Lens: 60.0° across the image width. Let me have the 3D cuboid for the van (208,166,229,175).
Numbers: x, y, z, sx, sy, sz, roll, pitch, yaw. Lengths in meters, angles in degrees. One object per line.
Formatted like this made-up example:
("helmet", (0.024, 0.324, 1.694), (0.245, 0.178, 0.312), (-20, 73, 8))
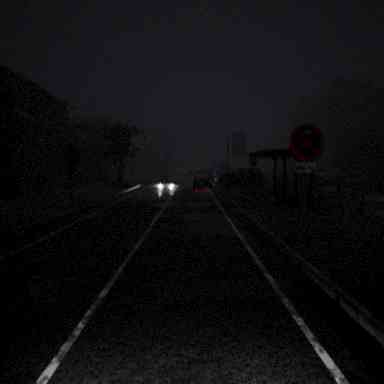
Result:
("van", (5.822, -4.715, 73.102), (4.442, 1.987, 1.878), (0, 5, 0))

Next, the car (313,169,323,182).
("car", (18.825, -1.901, 43.246), (5.008, 1.535, 2.097), (0, 5, 0))

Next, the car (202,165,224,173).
("car", (5.658, -6.272, 89.850), (5.566, 2.045, 2.435), (0, 5, 0))

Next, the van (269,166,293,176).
("van", (18.904, -4.516, 70.887), (4.442, 1.987, 1.878), (0, 5, 0))

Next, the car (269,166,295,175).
("car", (18.766, -4.041, 65.354), (5.566, 2.045, 2.435), (0, 5, 0))

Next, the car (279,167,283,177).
("car", (18.771, -3.269, 59.843), (4.792, 1.488, 2.163), (0, 5, 0))

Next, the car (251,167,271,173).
("car", (18.771, -6.059, 90.257), (4.892, 1.521, 2.231), (0, 5, 0))

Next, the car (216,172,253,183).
("car", (5.740, -2.019, 45.189), (4.674, 1.452, 2.002), (0, 5, 0))

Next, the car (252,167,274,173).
("car", (18.584, -5.810, 87.491), (5.366, 1.575, 1.946), (0, 5, 0))

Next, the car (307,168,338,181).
("car", (18.821, -2.132, 46.012), (5.008, 1.535, 2.097), (0, 5, 0))

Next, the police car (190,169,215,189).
("police car", (0.982, -1.267, 35.016), (1.930, 1.638, 5.238), (0, 5, 0))

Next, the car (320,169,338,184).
("car", (18.829, -1.668, 40.480), (4.892, 1.521, 2.231), (0, 5, 0))

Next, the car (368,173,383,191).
("car", (18.806, -0.716, 29.419), (4.792, 1.488, 2.163), (0, 5, 0))

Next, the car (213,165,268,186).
("car", (5.716, -1.842, 39.578), (5.566, 2.045, 2.435), (0, 5, 0))

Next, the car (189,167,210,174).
("car", (0.984, -2.171, 44.848), (2.097, 1.767, 4.553), (0, 5, 0))

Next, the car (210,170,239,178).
("car", (5.751, -3.207, 59.158), (4.792, 1.488, 2.163), (0, 5, 0))

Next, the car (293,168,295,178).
("car", (18.804, -2.592, 51.543), (4.892, 1.521, 2.231), (0, 5, 0))

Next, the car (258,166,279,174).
("car", (18.806, -5.427, 81.953), (4.553, 1.767, 2.185), (0, 5, 0))

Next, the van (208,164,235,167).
("van", (5.829, -4.205, 67.521), (4.442, 1.987, 1.878), (0, 5, 0))

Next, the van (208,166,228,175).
("van", (5.819, -4.970, 75.894), (4.442, 1.987, 1.878), (0, 5, 0))

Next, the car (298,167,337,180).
("car", (18.784, -2.613, 48.758), (5.566, 2.045, 2.435), (0, 5, 0))

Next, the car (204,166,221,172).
("car", (5.652, -6.402, 92.653), (4.553, 1.767, 2.185), (0, 5, 0))

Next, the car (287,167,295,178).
("car", (18.801, -2.827, 54.311), (5.008, 1.535, 2.097), (0, 5, 0))

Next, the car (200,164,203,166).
("car", (5.661, -6.016, 87.058), (5.566, 2.045, 2.435), (0, 5, 0))

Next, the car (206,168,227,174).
("car", (5.693, -4.999, 78.706), (4.892, 1.521, 2.231), (0, 5, 0))

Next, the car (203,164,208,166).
("car", (5.681, -4.485, 70.307), (5.566, 2.045, 2.435), (0, 5, 0))

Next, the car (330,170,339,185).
("car", (18.855, -1.409, 37.717), (4.792, 1.488, 2.163), (0, 5, 0))

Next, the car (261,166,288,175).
("car", (18.810, -5.046, 76.412), (5.566, 2.045, 2.435), (0, 5, 0))

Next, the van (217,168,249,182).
("van", (5.851, -2.517, 47.961), (4.442, 1.987, 1.878), (0, 5, 0))

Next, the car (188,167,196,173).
("car", (0.019, -5.614, 85.370), (1.837, 1.490, 4.892), (0, 5, 0))

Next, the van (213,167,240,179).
("van", (5.841, -3.223, 56.343), (4.442, 1.987, 1.878), (0, 5, 0))

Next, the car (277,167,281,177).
("car", (18.826, -3.515, 62.615), (4.792, 1.488, 2.163), (0, 5, 0))

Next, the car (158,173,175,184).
("car", (-3.331, -1.835, 43.868), (1.895, 1.301, 4.718), (0, 5, 0))

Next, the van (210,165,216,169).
("van", (5.611, -2.985, 53.551), (4.442, 1.987, 1.878), (0, 5, 0))

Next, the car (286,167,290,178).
("car", (18.988, -3.066, 57.079), (5.366, 1.575, 1.946), (0, 5, 0))

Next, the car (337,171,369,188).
("car", (18.643, -1.210, 34.948), (5.366, 1.575, 1.946), (0, 5, 0))

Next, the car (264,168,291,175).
("car", (18.971, -4.547, 73.671), (5.366, 1.575, 1.946), (0, 5, 0))
